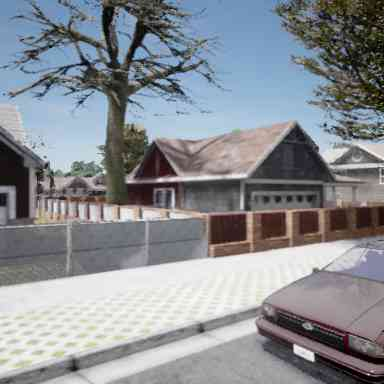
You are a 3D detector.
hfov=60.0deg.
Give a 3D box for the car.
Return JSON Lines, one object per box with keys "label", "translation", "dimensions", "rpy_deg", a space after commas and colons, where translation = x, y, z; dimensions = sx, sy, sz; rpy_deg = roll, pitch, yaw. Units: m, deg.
{"label": "car", "translation": [3.524, 1.574, 5.583], "dimensions": [5.357, 1.411, 2.033], "rpy_deg": [0, 0, -35]}
